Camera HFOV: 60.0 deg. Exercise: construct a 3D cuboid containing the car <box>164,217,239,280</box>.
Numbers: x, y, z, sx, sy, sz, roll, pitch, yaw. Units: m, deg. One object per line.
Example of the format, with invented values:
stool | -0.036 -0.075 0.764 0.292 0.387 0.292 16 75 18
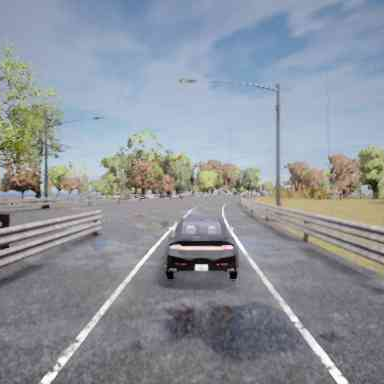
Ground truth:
car | 0.277 1.482 9.889 2.128 1.511 4.902 0 0 1
